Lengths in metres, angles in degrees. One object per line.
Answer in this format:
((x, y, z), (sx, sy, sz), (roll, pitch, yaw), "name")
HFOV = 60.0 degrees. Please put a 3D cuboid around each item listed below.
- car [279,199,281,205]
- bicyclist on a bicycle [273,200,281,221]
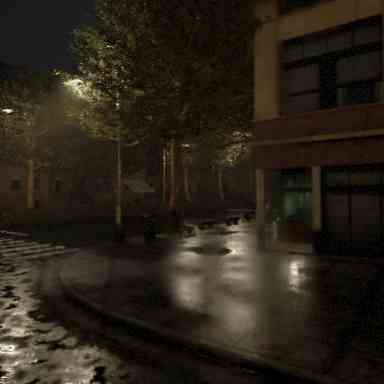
((14.920, 1.366, 47.487), (5.566, 2.045, 2.150), (-1, 0, -34), "car")
((6.619, 1.381, 24.297), (1.656, 1.620, 0.582), (-1, -1, 35), "bicyclist on a bicycle")
